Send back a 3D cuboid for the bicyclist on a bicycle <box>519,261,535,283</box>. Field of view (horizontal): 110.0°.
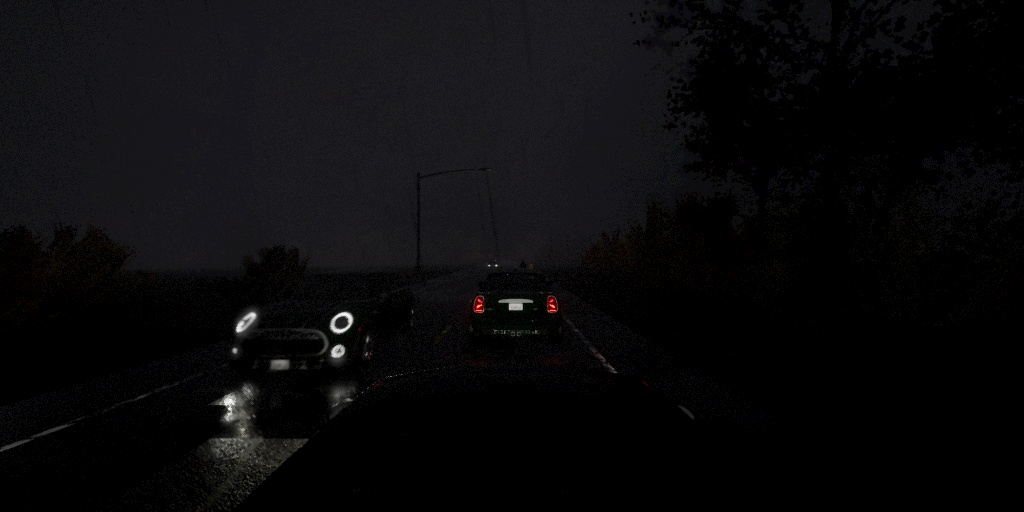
[{"bbox_3d":[0.904,1.180,17.095,0.866,1.612,1.509,0,0,0],"label":"bicyclist on a bicycle"}]

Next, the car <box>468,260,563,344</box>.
[{"bbox_3d":[0.073,1.099,9.751,2.097,1.767,4.553,0,0,0],"label":"car"}]

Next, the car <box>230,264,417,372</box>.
[{"bbox_3d":[-3.621,1.100,7.826,2.097,1.767,4.553,0,0,0],"label":"car"}]
